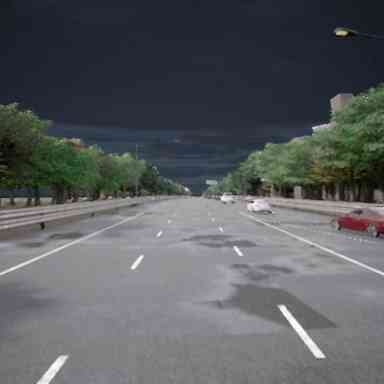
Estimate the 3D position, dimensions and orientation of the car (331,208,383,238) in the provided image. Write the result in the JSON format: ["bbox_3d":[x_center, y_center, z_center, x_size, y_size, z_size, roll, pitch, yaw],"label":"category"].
[{"bbox_3d":[9.427,1.550,17.745,1.812,1.442,4.674,0,0,-12],"label":"car"}]

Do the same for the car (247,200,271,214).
[{"bbox_3d":[7.180,1.543,35.808,1.812,1.442,4.674,0,0,-2],"label":"car"}]

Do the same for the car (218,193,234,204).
[{"bbox_3d":[7.054,1.258,66.214,2.150,2.045,5.566,0,0,0],"label":"car"}]

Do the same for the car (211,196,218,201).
[{"bbox_3d":[7.175,1.755,93.287,1.812,1.442,4.674,0,-1,0],"label":"car"}]
